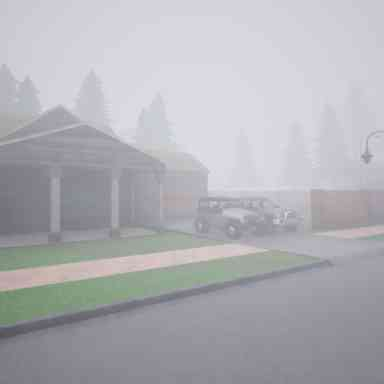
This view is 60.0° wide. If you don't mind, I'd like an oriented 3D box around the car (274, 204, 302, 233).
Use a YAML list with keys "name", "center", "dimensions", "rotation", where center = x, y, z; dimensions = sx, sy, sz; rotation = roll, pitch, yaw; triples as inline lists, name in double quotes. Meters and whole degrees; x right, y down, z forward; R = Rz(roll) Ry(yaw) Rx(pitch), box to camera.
- name: "car"
  center: [3.525, 1.170, 17.906]
  dimensions: [1.932, 1.855, 4.605]
  rotation: [0, 0, -36]

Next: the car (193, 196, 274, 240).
- name: "car"
  center: [1.715, 1.173, 16.118]
  dimensions: [1.905, 1.878, 3.866]
  rotation: [0, 0, -36]
